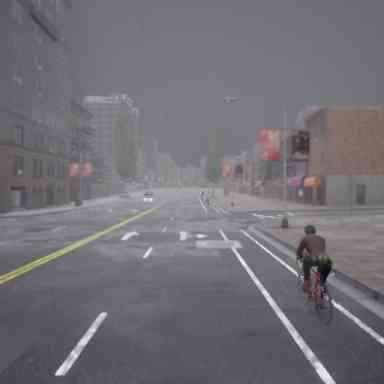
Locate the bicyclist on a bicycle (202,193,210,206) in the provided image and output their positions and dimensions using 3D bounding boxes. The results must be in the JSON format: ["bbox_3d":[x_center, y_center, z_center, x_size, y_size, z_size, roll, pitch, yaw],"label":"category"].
[{"bbox_3d":[2.277,1.205,48.099,0.866,1.612,1.509,0,1,0],"label":"bicyclist on a bicycle"}]

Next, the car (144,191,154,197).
[{"bbox_3d":[-9.737,0.359,75.935,1.994,1.385,4.181,0,1,0],"label":"car"}]

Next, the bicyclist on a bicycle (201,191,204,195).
[{"bbox_3d":[2.262,0.653,71.810,0.659,1.776,1.843,0,1,0],"label":"bicyclist on a bicycle"}]

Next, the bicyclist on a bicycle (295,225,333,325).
[{"bbox_3d":[2.251,1.453,6.185,0.582,1.620,1.656,0,0,0],"label":"bicyclist on a bicycle"}]
